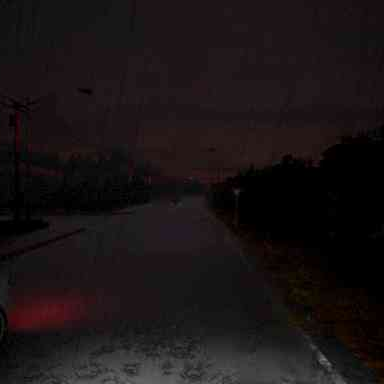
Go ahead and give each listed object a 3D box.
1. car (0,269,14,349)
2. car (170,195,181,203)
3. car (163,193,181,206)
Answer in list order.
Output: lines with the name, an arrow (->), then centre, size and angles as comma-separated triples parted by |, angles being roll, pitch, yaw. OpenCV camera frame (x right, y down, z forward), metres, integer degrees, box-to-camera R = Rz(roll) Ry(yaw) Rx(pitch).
car -> -3.581, 1.526, 3.225 | 1.812, 1.442, 4.674 | 0, 0, 0
car -> -3.421, 1.513, 71.032 | 2.128, 1.511, 4.902 | 0, 0, 1
car -> -3.547, 1.223, 55.582 | 2.150, 2.045, 5.566 | 0, 0, 1
